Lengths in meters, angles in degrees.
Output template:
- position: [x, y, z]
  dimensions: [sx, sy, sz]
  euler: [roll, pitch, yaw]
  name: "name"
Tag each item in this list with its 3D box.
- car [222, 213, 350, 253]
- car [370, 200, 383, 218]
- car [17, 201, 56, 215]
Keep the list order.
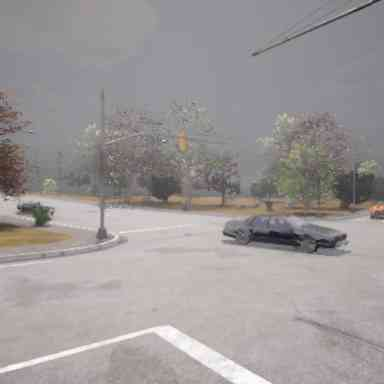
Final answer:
- position: [3.838, 1.658, 14.512]
  dimensions: [5.357, 1.411, 2.033]
  euler: [0, 0, 43]
  name: "car"
- position: [18.296, 1.547, 31.134]
  dimensions: [2.097, 1.767, 4.553]
  euler: [0, 0, 41]
  name: "car"
- position: [-14.969, 1.540, 31.975]
  dimensions: [4.718, 1.301, 1.895]
  euler: [2, 1, 43]
  name: "car"
